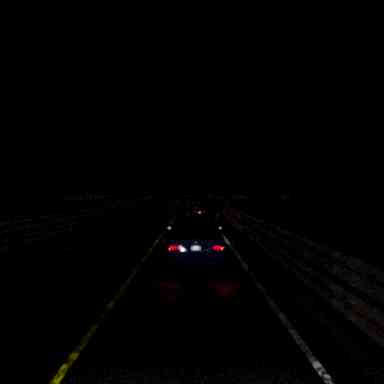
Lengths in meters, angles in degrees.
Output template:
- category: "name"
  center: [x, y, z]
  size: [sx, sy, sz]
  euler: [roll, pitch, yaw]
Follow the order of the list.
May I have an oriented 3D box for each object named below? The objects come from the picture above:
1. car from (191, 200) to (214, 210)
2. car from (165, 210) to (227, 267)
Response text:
- category: "car"
  center: [0.957, 1.567, 31.640]
  size: [1.837, 1.490, 4.892]
  euler: [0, 0, 6]
- category: "car"
  center: [0.105, 1.571, 11.474]
  size: [2.033, 1.411, 5.357]
  euler: [0, 0, 0]
